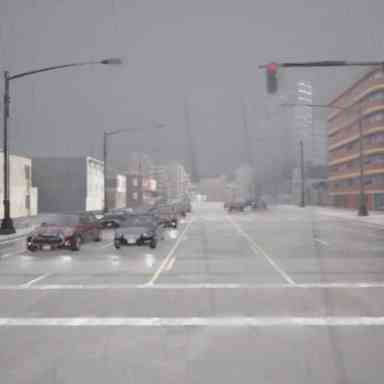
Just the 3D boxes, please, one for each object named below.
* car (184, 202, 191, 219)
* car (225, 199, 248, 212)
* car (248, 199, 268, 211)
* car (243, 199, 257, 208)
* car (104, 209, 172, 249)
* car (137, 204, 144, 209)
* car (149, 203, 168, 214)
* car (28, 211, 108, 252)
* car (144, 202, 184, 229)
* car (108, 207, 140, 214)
[{"bbox_3d":[-1.520,2.075,35.432,1.994,1.385,4.181,-1,0,3],"label":"car"},{"bbox_3d":[6.111,1.949,46.331,2.128,1.511,4.902,-1,0,3],"label":"car"},{"bbox_3d":[9.835,1.903,48.783,2.128,1.511,4.902,-1,0,3],"label":"car"},{"bbox_3d":[10.332,2.027,59.159,1.837,1.490,4.892,-1,-1,3],"label":"car"},{"bbox_3d":[-2.457,1.851,16.584,2.128,1.511,4.902,-1,-1,3],"label":"car"},{"bbox_3d":[-5.051,2.059,34.901,2.128,1.511,4.902,-1,0,3],"label":"car"},{"bbox_3d":[-4.510,2.232,45.211,1.895,1.301,4.718,-1,0,3],"label":"car"},{"bbox_3d":[-5.981,1.769,16.184,2.097,1.767,4.553,-1,-1,3],"label":"car"},{"bbox_3d":[-2.017,1.799,25.464,2.097,1.767,4.553,-1,0,3],"label":"car"},{"bbox_3d":[-5.550,2.066,24.797,1.994,1.385,4.181,-1,-1,3],"label":"car"}]
